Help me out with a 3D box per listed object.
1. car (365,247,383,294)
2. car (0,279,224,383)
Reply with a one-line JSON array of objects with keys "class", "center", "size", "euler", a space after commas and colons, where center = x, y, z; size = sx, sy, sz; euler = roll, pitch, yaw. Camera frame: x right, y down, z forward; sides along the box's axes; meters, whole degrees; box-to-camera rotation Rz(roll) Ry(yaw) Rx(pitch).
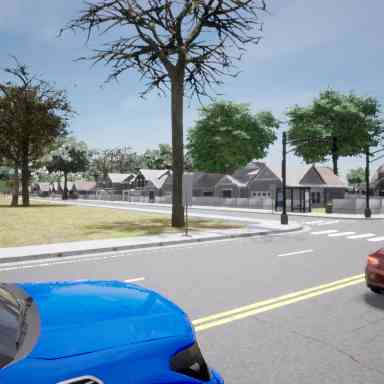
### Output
[{"class": "car", "center": [5.677, 1.525, 7.464], "size": [4.674, 1.442, 1.812], "euler": [0, 0, -36]}, {"class": "car", "center": [-2.399, 1.222, 1.730], "size": [5.566, 2.045, 2.150], "euler": [0, 0, -36]}]
